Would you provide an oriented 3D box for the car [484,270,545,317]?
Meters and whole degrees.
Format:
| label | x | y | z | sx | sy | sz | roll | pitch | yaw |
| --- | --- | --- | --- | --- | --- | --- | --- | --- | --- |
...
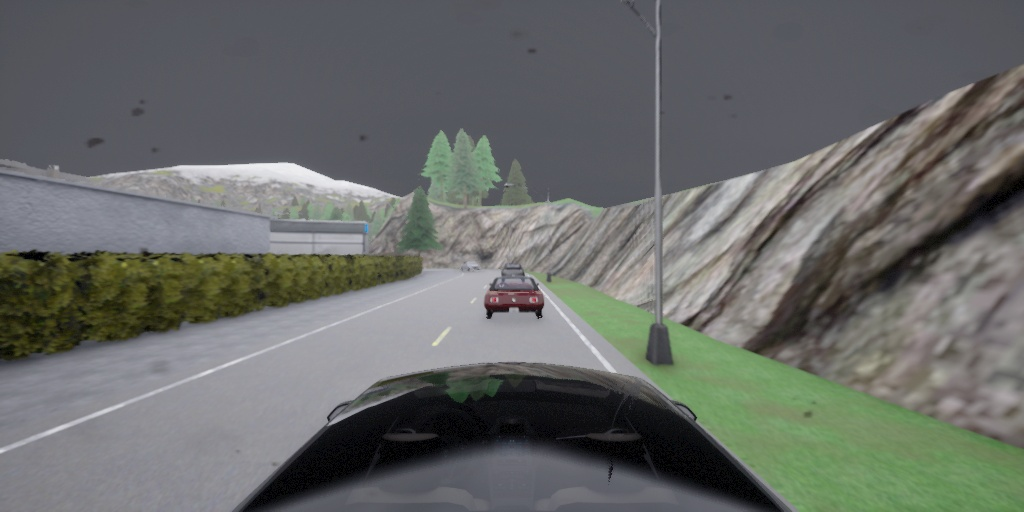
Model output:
| label | x | y | z | sx | sy | sz | roll | pitch | yaw |
| --- | --- | --- | --- | --- | --- | --- | --- | --- | --- |
| car | 0.078 | 1.376 | 13.188 | 1.895 | 1.301 | 4.718 | 0 | 0 | 0 |

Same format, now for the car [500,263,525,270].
| label | x | y | z | sx | sy | sz | roll | pitch | yaw |
| --- | --- | --- | --- | --- | --- | --- | --- | --- | --- |
| car | 0.076 | 1.302 | 29.858 | 2.128 | 1.511 | 4.902 | 0 | 0 | 0 |

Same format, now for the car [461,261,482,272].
| label | x | y | z | sx | sy | sz | roll | pitch | yaw |
| --- | --- | --- | --- | --- | --- | --- | --- | --- | --- |
| car | -5.568 | 1.378 | 48.971 | 1.812 | 1.442 | 4.674 | 1 | -1 | -24 |
